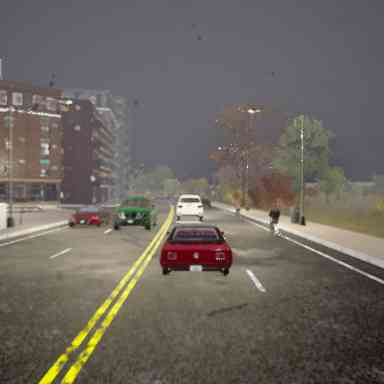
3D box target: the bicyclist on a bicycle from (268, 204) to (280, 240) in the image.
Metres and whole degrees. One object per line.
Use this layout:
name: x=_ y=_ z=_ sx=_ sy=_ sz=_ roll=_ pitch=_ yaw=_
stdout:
bicyclist on a bicycle: x=4.085 y=1.463 z=16.660 sx=0.659 sy=1.776 sz=1.843 roll=0 pitch=0 yaw=-1

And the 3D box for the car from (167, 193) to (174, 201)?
car: x=-5.224 y=1.845 z=92.345 sx=2.128 sy=1.511 sz=4.902 roll=0 pitch=0 yaw=-7

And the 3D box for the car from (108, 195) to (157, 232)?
car: x=-3.470 y=1.297 z=21.191 sx=2.150 sy=2.045 sz=5.566 roll=0 pitch=0 yaw=-1

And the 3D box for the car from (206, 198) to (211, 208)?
car: x=1.880 y=1.728 z=52.398 sx=1.837 sy=1.490 sz=4.892 roll=0 pitch=0 yaw=-4

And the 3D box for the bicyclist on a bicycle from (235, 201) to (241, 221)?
bicyclist on a bicycle: x=3.847 y=1.589 z=27.733 sx=0.582 sy=1.620 sz=1.656 roll=0 pitch=-1 yaw=-2

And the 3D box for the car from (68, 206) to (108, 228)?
car: x=-6.737 y=1.628 z=22.351 sx=1.994 sy=1.385 sz=4.181 roll=0 pitch=0 yaw=-1

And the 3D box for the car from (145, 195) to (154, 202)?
car: x=-11.370 y=1.645 z=89.080 sx=2.097 sy=1.767 sz=4.553 roll=0 pitch=0 yaw=-7

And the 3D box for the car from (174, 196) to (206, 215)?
car: x=-0.234 y=1.343 z=29.040 sx=2.150 sy=2.045 sz=5.566 roll=0 pitch=0 yaw=-2

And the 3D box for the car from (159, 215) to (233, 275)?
car: x=0.098 y=1.649 z=10.600 sx=1.895 sy=1.301 sz=4.718 roll=0 pitch=0 yaw=0

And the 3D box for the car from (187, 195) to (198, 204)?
car: x=0.107 y=1.643 z=73.567 sx=2.097 sy=1.767 sz=4.553 roll=0 pitch=0 yaw=-6

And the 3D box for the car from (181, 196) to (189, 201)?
car: x=-2.046 y=1.814 z=93.134 sx=1.882 sy=1.535 sz=5.008 roll=0 pitch=0 yaw=-7
